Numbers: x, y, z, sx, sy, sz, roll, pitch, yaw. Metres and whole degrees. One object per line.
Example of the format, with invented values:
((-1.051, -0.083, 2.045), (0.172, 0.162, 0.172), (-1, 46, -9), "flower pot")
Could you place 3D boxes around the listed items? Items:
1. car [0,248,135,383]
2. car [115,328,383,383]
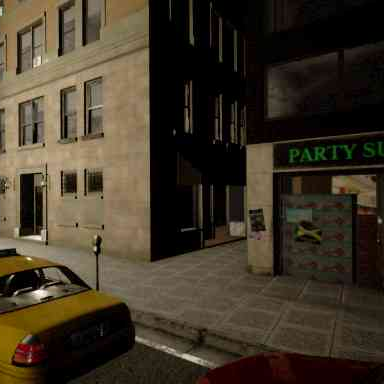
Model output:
((-2.987, 1.526, 4.992), (4.829, 1.417, 1.752), (0, -1, 36), "car")
((1.767, 1.582, 1.594), (4.206, 1.307, 1.802), (0, -1, 36), "car")
